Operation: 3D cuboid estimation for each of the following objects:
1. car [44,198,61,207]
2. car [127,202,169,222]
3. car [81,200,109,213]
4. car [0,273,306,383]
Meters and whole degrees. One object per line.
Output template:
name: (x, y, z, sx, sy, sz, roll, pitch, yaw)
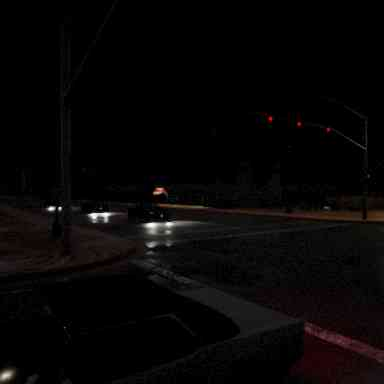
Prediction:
car: (-21.628, 1.572, 51.939, 1.895, 1.301, 4.718, 0, 0, -35)
car: (-3.597, 1.497, 26.479, 1.812, 1.442, 4.674, 0, 0, -36)
car: (-10.650, 1.536, 36.363, 1.994, 1.385, 4.181, 0, 0, -35)
car: (-1.160, 1.599, 3.036, 4.718, 1.301, 1.895, 0, 0, -35)
